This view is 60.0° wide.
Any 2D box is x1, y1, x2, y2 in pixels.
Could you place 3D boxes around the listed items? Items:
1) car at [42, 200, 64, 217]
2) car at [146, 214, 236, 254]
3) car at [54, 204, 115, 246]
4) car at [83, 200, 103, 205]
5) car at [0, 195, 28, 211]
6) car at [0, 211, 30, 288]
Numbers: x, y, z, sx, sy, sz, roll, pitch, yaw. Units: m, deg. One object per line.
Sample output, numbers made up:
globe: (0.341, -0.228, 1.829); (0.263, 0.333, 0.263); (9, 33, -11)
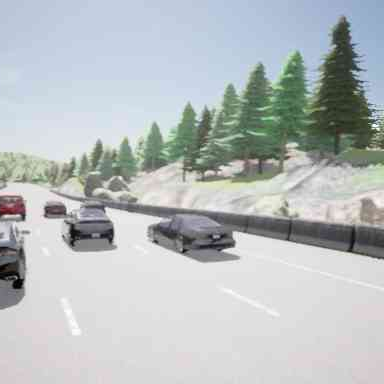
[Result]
car: (-13.159, 1.541, 31.701); (1.882, 1.535, 5.008); (1, 0, -27)
car: (-0.276, 1.640, 14.055); (2.033, 1.411, 5.357); (1, 0, -27)
car: (-4.989, 1.541, 15.608); (2.128, 1.511, 4.902); (1, 0, -27)
car: (-10.045, 1.586, 33.300); (1.882, 1.535, 5.008); (1, 0, -27)
car: (-15.344, 1.238, 28.283); (2.150, 2.045, 5.566); (1, 0, -27)
car: (-5.415, 1.492, 8.716); (2.128, 1.511, 4.902); (1, 0, -27)
